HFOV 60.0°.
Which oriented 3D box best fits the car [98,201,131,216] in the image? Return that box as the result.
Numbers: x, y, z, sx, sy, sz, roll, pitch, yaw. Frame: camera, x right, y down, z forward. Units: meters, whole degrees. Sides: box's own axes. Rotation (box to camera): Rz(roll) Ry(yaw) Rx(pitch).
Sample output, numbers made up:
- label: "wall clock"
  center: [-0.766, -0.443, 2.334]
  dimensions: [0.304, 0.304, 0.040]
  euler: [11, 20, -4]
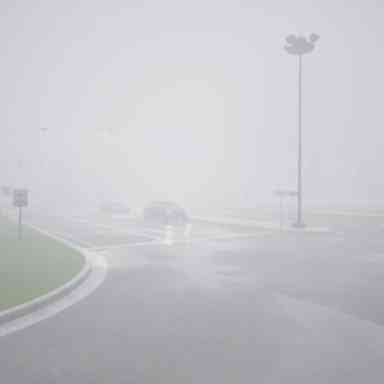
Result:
- label: "car"
  center: [-8.315, 1.668, 35.181]
  dimensions: [2.033, 1.411, 5.357]
  euler: [1, 0, -35]

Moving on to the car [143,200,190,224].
- label: "car"
  center: [-2.101, 1.472, 26.306]
  dimensions: [2.097, 1.767, 4.553]
  euler: [1, 0, -34]
